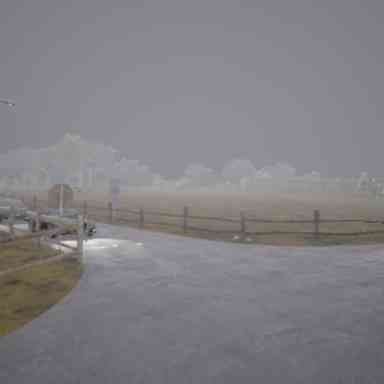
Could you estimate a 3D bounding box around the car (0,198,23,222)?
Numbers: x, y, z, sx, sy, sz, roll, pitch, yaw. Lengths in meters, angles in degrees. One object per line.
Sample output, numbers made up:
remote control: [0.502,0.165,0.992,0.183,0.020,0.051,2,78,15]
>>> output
car: [-12.486,1.169,22.499,1.837,1.490,4.892,2,-1,-44]

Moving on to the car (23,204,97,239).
car: [-6.320,1.374,16.085,1.994,1.385,4.181,2,-1,-44]
